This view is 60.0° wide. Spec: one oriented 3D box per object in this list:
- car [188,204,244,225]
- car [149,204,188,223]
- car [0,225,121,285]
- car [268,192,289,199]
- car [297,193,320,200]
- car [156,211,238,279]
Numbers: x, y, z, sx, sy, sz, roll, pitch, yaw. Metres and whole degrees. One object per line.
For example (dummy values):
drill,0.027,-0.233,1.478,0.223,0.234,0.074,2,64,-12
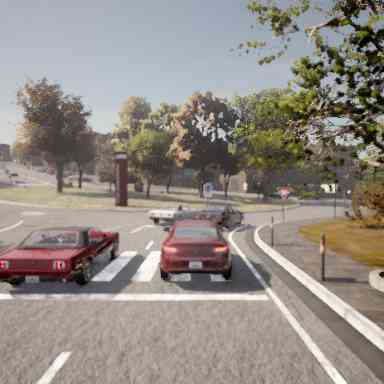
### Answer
car,1.886,1.460,21.124,2.033,1.411,5.357,1,0,22
car,-1.031,1.471,23.060,1.895,1.301,4.718,2,0,23
car,-3.386,1.575,9.348,1.895,1.301,4.718,0,0,1
car,16.009,0.675,62.750,1.895,1.301,4.718,-1,2,-23
car,20.619,0.681,59.033,2.128,1.511,4.902,0,2,-15
car,0.105,1.498,9.862,1.812,1.442,4.674,0,0,0
